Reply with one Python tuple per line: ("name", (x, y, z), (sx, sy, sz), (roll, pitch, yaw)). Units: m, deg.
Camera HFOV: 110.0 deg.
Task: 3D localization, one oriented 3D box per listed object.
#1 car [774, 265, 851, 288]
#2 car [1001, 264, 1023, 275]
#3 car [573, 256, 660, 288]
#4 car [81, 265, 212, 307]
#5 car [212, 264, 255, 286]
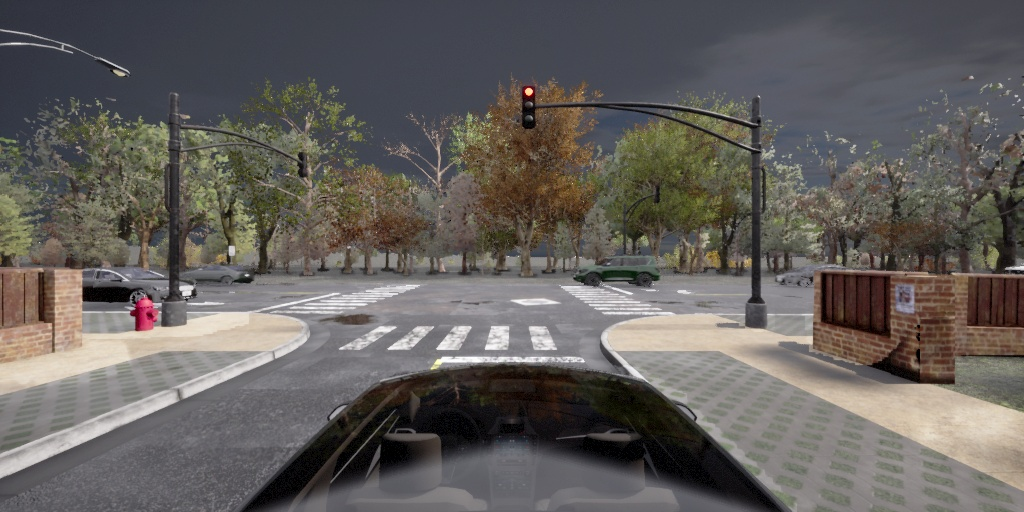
("car", (20.327, 1.325, 23.954), (4.902, 1.511, 2.128), (0, 0, 0))
("car", (36.454, 1.108, 23.926), (5.566, 2.045, 2.150), (1, 0, 0))
("car", (6.950, 1.008, 23.937), (5.566, 2.045, 2.150), (0, 0, 0))
("car", (-15.117, 1.183, 13.965), (4.902, 1.511, 2.128), (0, 0, 0))
("car", (-19.673, 1.250, 23.913), (4.181, 1.385, 1.994), (0, 0, 0))
